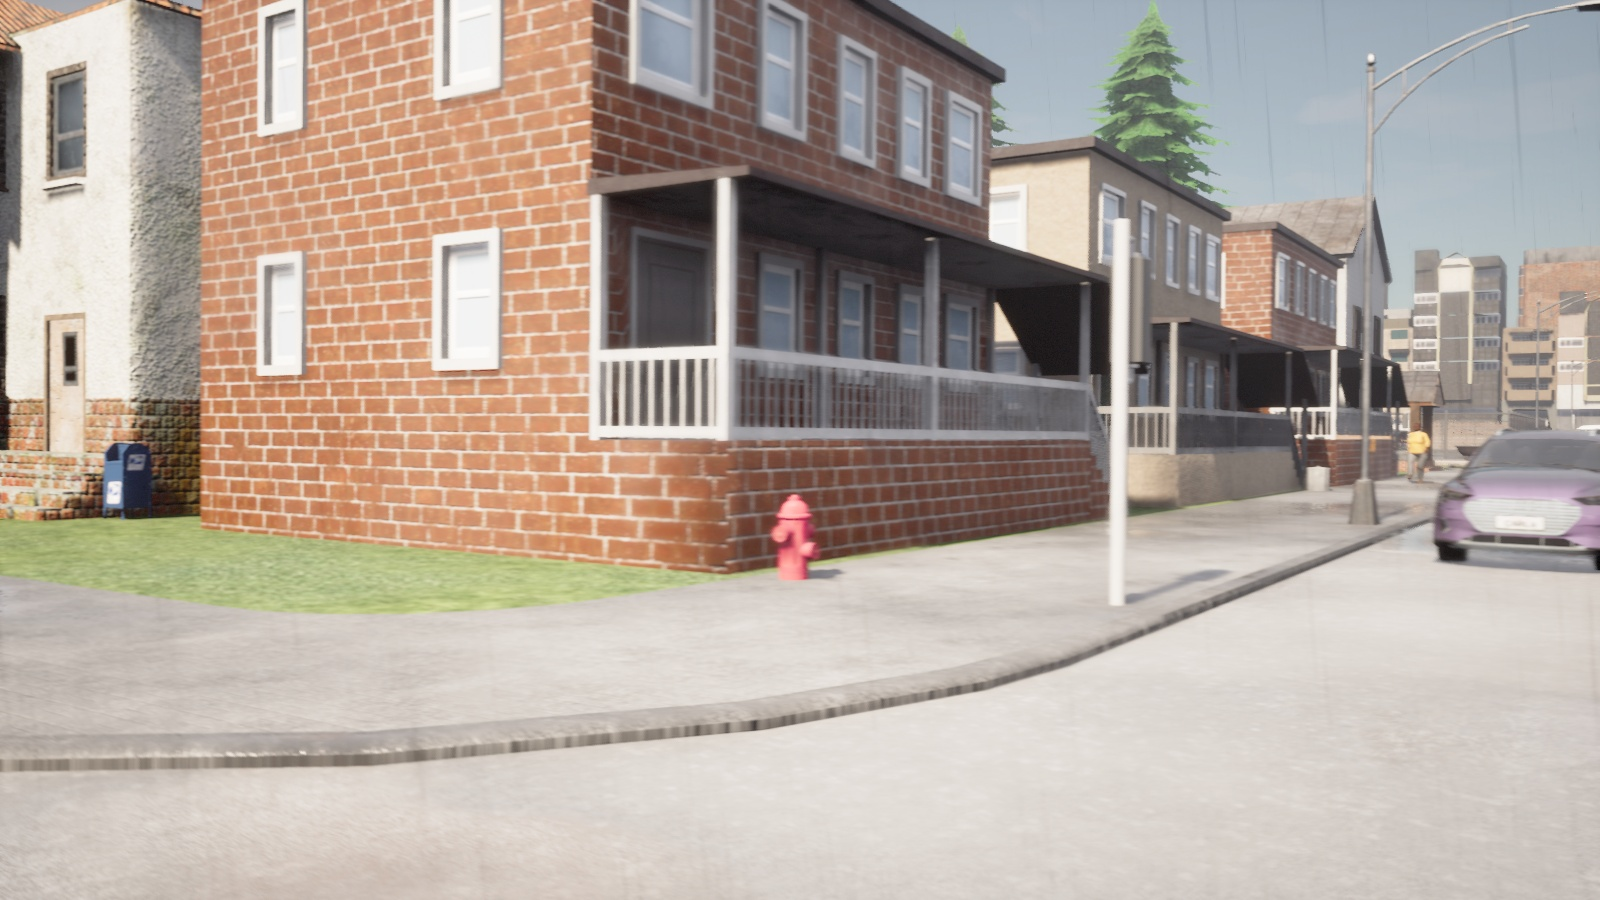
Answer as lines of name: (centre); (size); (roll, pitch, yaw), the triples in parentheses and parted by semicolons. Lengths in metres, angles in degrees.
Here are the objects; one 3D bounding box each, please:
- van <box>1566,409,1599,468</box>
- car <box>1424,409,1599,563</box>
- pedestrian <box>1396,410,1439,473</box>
van: (28.758, -0.421, 45.017); (2.069, 2.038, 4.480); (0, 1, 34)
car: (9.432, 0.361, 15.812); (2.033, 1.649, 4.856); (0, 1, 36)
pedestrian: (18.523, -0.263, 37.649); (0.900, 1.855, 0.874); (-1, 1, -42)
